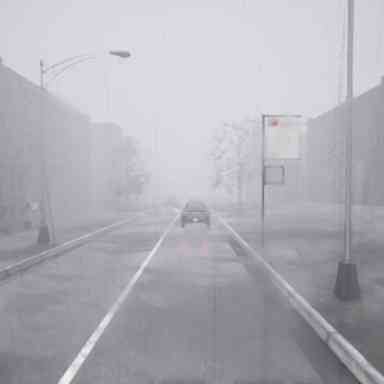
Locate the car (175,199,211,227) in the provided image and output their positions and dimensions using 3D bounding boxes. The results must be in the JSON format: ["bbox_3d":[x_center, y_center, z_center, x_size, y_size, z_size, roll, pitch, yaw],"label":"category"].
[{"bbox_3d":[0.236,1.450,22.254,2.128,1.511,4.902,0,0,0],"label":"car"}]

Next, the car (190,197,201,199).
[{"bbox_3d":[0.396,1.410,42.418,2.128,1.511,4.902,0,0,0],"label":"car"}]

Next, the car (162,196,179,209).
[{"bbox_3d":[-2.767,1.266,44.428,2.097,1.767,4.553,0,0,1],"label":"car"}]
